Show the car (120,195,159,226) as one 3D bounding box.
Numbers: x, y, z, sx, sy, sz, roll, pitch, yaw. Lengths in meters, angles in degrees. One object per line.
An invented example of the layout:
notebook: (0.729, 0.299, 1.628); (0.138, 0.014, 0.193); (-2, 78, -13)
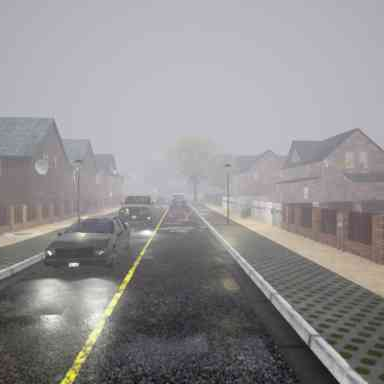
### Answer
car: (-3.777, 1.227, 23.687); (2.150, 2.045, 5.566); (0, 0, -3)

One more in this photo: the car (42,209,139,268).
car: (-3.277, 1.552, 11.563); (2.033, 1.411, 5.357); (0, 0, -2)

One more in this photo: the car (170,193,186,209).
car: (-1.884, 1.209, 46.773); (2.150, 2.045, 5.566); (0, 0, -1)

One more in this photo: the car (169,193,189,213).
car: (-1.426, 1.349, 36.926); (2.097, 1.767, 4.553); (0, 0, -2)

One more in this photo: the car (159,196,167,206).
car: (-5.096, 1.457, 54.750); (1.882, 1.535, 5.008); (0, 0, -2)
